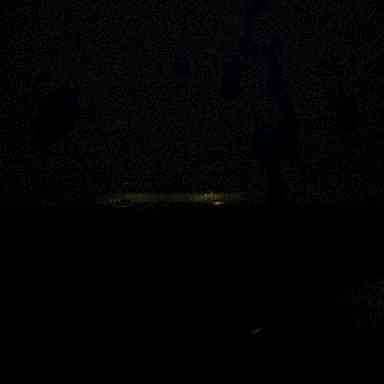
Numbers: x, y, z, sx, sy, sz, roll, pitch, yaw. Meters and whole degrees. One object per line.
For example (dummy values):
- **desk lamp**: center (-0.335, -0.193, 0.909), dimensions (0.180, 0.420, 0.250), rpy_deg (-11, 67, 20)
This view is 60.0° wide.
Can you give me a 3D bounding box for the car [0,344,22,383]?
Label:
- **car**: center (-3.100, 1.501, 0.861), dimensions (4.892, 1.490, 1.837), rpy_deg (0, 0, -36)
